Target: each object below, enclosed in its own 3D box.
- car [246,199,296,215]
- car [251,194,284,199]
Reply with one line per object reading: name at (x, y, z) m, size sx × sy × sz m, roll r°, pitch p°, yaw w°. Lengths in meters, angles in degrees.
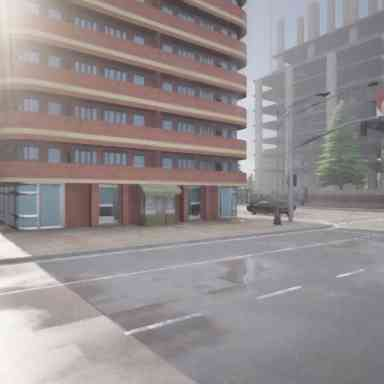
car at (7.671, 1.628, 32.699) m, size 1.895 × 1.301 × 4.718 m, roll 0°, pitch 0°, yaw -36°
car at (8.829, 1.253, 37.042) m, size 2.150 × 2.045 × 5.566 m, roll 0°, pitch 0°, yaw -36°
